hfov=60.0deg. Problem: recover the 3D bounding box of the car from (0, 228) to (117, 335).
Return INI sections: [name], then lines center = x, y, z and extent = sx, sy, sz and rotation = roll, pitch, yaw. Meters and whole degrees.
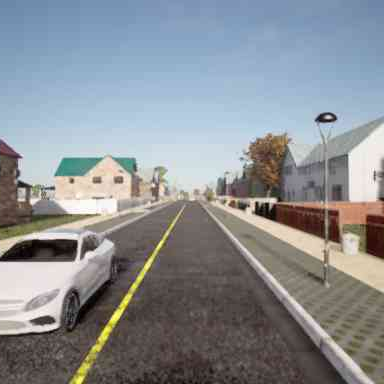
[car]
center = -2.833, 1.541, 6.923
extent = 1.812, 1.442, 4.674
rotation = 0, 0, 0
